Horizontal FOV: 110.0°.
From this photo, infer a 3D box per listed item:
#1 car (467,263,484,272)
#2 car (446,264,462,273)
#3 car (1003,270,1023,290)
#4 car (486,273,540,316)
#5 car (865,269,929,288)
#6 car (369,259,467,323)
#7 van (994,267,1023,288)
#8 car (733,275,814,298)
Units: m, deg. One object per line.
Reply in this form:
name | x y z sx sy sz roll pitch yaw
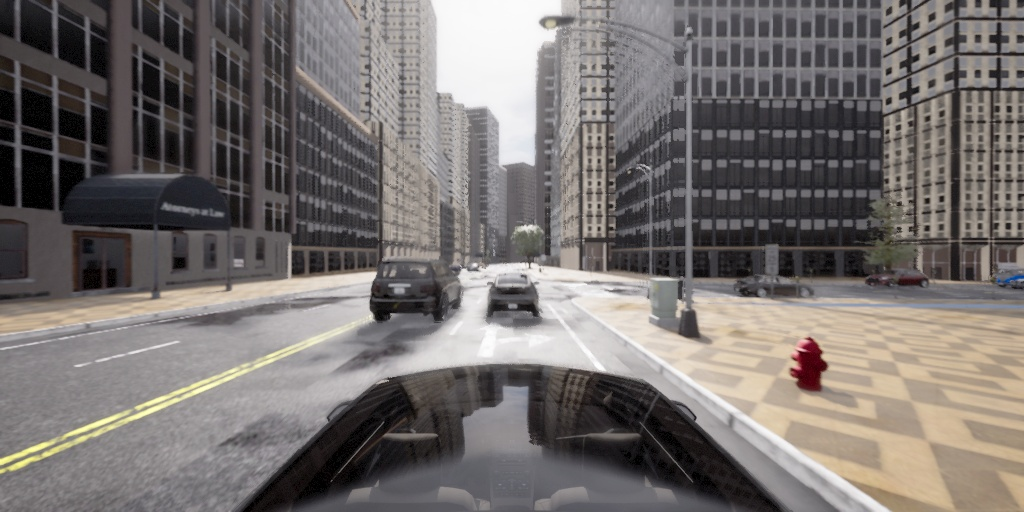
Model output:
car | -6.542 1.996 60.986 2.128 1.511 4.902 0 -1 1
car | -9.784 2.104 60.961 1.895 1.301 4.718 0 -1 1
car | 42.217 2.056 28.082 4.674 1.442 1.812 1 0 0
car | 0.050 1.414 14.129 1.837 1.490 4.892 0 0 1
car | 32.744 1.866 30.610 4.097 1.591 1.967 0 0 -1
car | -3.208 1.116 12.993 2.150 2.045 5.566 0 0 1
van | 44.026 1.880 30.749 3.998 1.789 1.690 0 0 -1
car | 15.915 1.835 21.893 4.403 1.370 2.007 0 0 -1
